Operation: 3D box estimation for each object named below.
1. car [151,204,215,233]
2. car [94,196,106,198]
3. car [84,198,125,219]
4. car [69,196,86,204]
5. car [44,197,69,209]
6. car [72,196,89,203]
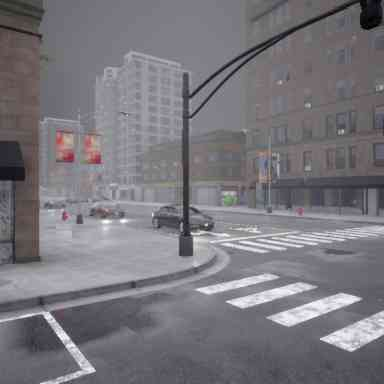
[{"bbox_3d":[-0.641,1.485,19.439,1.837,1.490,4.892,0,0,-35],"label":"car"},{"bbox_3d":[-16.158,1.411,57.909,1.837,1.490,4.892,0,0,-36],"label":"car"},{"bbox_3d":[-7.466,1.488,28.905,1.812,1.442,4.674,0,0,-36],"label":"car"},{"bbox_3d":[-21.407,1.451,59.638,2.033,1.411,5.357,0,0,-36],"label":"car"},{"bbox_3d":[-17.957,1.461,43.488,1.812,1.442,4.674,0,0,-35],"label":"car"},{"bbox_3d":[-22.243,1.452,66.324,1.994,1.385,4.181,0,0,-36],"label":"car"}]
